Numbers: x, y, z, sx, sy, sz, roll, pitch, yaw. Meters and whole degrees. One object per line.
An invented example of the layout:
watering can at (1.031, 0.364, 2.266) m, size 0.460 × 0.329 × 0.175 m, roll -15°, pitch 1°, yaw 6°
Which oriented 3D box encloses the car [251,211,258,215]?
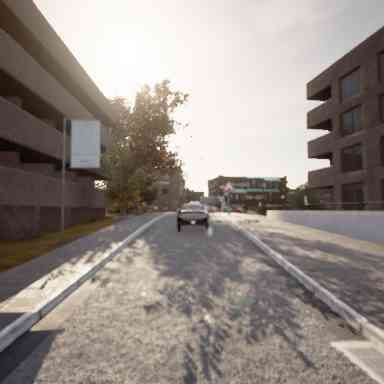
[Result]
car at (13.612, 5.092, 80.253) m, size 1.946 × 1.575 × 5.366 m, roll 7°, pitch -5°, yaw -30°

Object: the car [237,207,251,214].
car at (10.780, 4.538, 79.565) m, size 2.435 × 2.045 × 5.566 m, roll 8°, pitch -6°, yaw -30°

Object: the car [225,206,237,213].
car at (7.783, 4.358, 79.009) m, size 2.185 × 1.767 × 4.553 m, roll 7°, pitch -5°, yaw -30°

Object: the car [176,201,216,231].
car at (0.086, 1.413, 20.149) m, size 2.128 × 1.511 × 4.902 m, roll 0°, pitch 0°, yaw 1°

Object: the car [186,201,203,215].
car at (0.287, 1.799, 37.697) m, size 1.812 × 1.442 × 4.674 m, roll 0°, pitch -1°, yaw 1°

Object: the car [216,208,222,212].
car at (4.810, 4.096, 78.514) m, size 2.185 × 1.767 × 4.553 m, roll 5°, pitch -5°, yaw -31°

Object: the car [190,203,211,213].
car at (1.931, 3.789, 77.929) m, size 2.435 × 2.045 × 5.566 m, roll 2°, pitch -4°, yaw -30°
